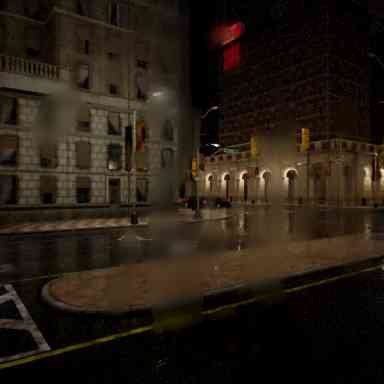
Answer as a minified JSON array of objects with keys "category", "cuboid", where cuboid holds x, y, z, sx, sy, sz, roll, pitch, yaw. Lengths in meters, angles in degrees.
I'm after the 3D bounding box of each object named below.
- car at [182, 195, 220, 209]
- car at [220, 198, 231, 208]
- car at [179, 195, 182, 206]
[{"category":"car","cuboid":[1.196,1.352,44.987,2.097,1.767,4.553,0,0,-35]},{"category":"car","cuboid":[3.490,1.478,47.792,1.882,1.535,5.008,0,0,-36]},{"category":"car","cuboid":[-2.256,1.352,55.888,2.097,1.767,4.553,0,0,-35]}]
